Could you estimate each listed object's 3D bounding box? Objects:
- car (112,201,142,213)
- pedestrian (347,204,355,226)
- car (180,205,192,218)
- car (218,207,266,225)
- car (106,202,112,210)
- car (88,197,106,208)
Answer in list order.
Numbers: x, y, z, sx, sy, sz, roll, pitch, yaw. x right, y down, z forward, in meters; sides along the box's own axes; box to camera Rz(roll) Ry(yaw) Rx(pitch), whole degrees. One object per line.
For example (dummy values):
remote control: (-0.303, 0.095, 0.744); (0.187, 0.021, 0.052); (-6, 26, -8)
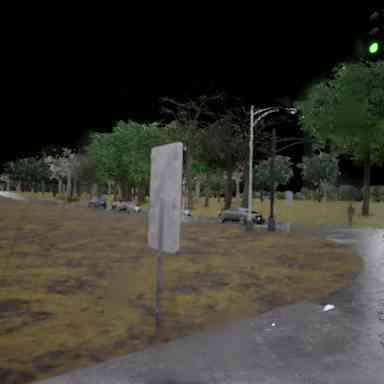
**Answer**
car: (-8.460, 2.060, 44.732); (2.128, 1.511, 4.902); (3, -2, -35)
pedestrian: (13.160, 1.862, 27.636); (0.375, 1.860, 0.375); (2, -1, -36)
car: (-1.948, 1.959, 35.636); (2.128, 1.511, 4.902); (3, -2, -36)
car: (4.013, 1.908, 27.338); (1.994, 1.385, 4.181); (3, -3, -35)
car: (-12.439, 2.314, 56.593); (1.837, 1.490, 4.892); (3, -2, -36)
car: (-18.517, 2.091, 65.080); (2.150, 2.045, 5.566); (3, -2, -36)
